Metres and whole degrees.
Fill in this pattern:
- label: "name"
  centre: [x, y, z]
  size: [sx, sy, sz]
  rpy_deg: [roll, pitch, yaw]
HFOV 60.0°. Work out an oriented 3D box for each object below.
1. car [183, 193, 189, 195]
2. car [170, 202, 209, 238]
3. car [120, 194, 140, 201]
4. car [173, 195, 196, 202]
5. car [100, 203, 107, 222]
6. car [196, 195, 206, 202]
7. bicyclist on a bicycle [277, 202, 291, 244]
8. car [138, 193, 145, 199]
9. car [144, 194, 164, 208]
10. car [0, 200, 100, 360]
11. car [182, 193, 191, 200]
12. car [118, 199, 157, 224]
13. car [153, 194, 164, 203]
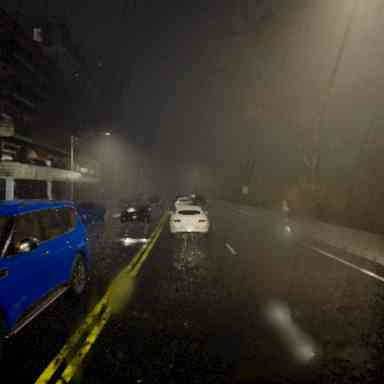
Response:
- label: "car"
  centre: [-2.022, 1.192, 52.725]
  size: [1.882, 1.535, 5.008]
  rpy_deg: [0, 0, -4]
- label: "car"
  centre: [-0.162, 1.437, 17.074]
  size: [1.812, 1.442, 4.674]
  rpy_deg: [0, 0, -2]
- label: "car"
  centre: [-7.920, 1.350, 41.193]
  size: [1.994, 1.385, 4.181]
  rpy_deg: [0, 0, -4]
- label: "car"
  centre: [-0.865, 1.341, 34.922]
  size: [1.812, 1.442, 4.674]
  rpy_deg: [0, 0, -3]
- label: "car"
  centre: [-7.019, 1.365, 22.144]
  size: [1.882, 1.535, 5.008]
  rpy_deg: [0, 0, -2]
- label: "car"
  centre: [1.148, 1.215, 53.015]
  size: [1.837, 1.490, 4.892]
  rpy_deg: [0, 1, -4]
- label: "bicyclist on a bicycle"
  centre: [3.951, 1.294, 14.405]
  size: [0.659, 1.776, 1.843]
  rpy_deg: [0, 1, -1]
- label: "car"
  centre: [-9.198, 1.036, 59.015]
  size: [2.097, 1.767, 4.553]
  rpy_deg: [0, 0, -4]
- label: "car"
  centre: [-4.780, 1.278, 43.068]
  size: [1.837, 1.490, 4.892]
  rpy_deg: [0, 0, -4]
- label: "car"
  centre: [-3.395, 1.194, 5.445]
  size: [2.150, 2.045, 5.566]
  rpy_deg: [0, 0, -1]
- label: "car"
  centre: [-1.350, 1.057, 78.688]
  size: [1.837, 1.490, 4.892]
  rpy_deg: [0, 0, -7]
- label: "car"
  centre: [-3.824, 1.442, 23.738]
  size: [1.994, 1.385, 4.181]
  rpy_deg: [0, 0, -2]
- label: "car"
  centre: [-6.106, 1.180, 61.092]
  size: [1.837, 1.490, 4.892]
  rpy_deg: [0, 0, -5]
